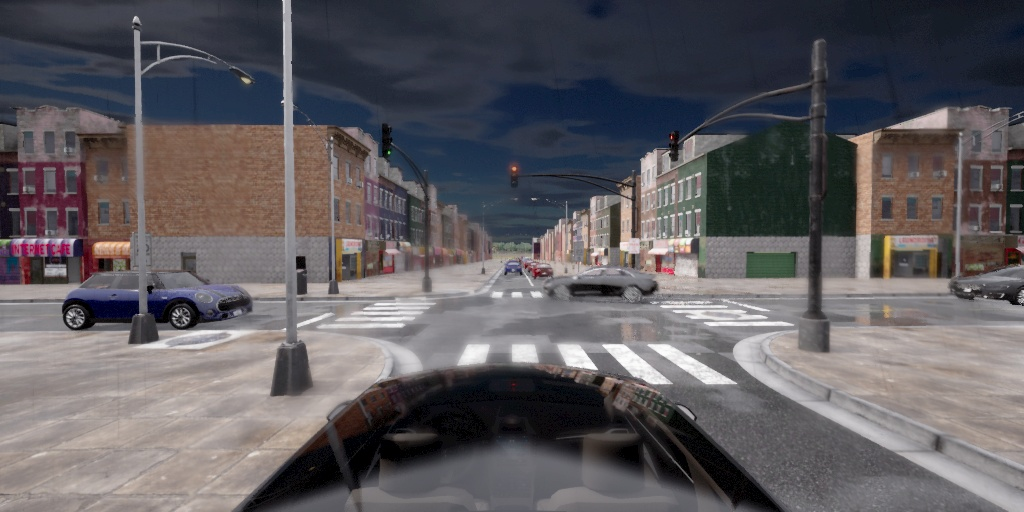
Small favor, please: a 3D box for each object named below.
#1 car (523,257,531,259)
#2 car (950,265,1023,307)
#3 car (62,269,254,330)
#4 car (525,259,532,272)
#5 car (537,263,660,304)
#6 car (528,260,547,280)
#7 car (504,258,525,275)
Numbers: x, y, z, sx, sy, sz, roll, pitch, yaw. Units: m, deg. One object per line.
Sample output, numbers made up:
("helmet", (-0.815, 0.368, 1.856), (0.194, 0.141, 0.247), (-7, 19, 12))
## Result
("car", (2.742, 1.293, 53.785), (1.888, 1.381, 4.507), (0, 0, 0))
("car", (20.327, 1.107, 14.061), (4.892, 1.490, 1.837), (0, 1, 0))
("car", (-10.791, 1.203, 11.184), (4.553, 1.767, 2.097), (0, 1, 0))
("car", (2.720, 1.329, 42.720), (1.802, 1.307, 4.207), (0, 0, 0))
("car", (3.864, 1.202, 15.786), (4.902, 1.511, 2.128), (-1, 0, 19))
("car", (2.697, 1.292, 31.655), (1.888, 1.381, 4.507), (0, 0, 0))
("car", (0.159, 1.273, 39.713), (1.812, 1.442, 4.674), (0, 0, 0))
